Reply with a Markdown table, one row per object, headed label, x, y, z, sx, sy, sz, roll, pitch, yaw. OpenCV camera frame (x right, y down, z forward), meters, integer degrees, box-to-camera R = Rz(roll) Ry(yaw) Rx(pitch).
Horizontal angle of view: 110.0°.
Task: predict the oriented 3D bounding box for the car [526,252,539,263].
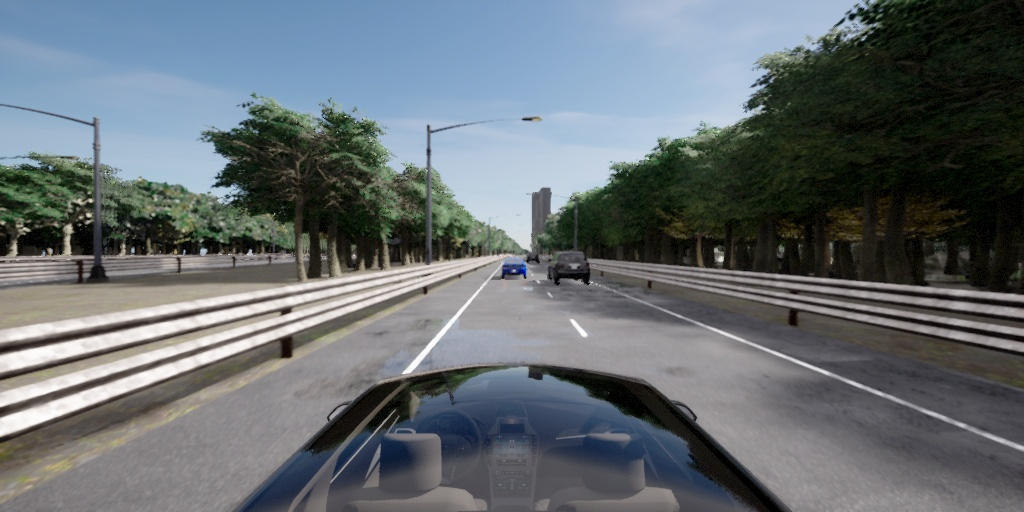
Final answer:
| label | x | y | z | sx | sy | sz | roll | pitch | yaw |
| --- | --- | --- | --- | --- | --- | --- | --- | --- | --- |
| car | 3.733 | 0.283 | 65.351 | 2.150 | 2.045 | 5.566 | 0 | 0 | 0 |

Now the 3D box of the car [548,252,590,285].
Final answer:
| label | x | y | z | sx | sy | sz | roll | pitch | yaw |
| --- | --- | --- | --- | --- | --- | --- | --- | --- | --- |
| car | 3.645 | 0.726 | 23.625 | 2.150 | 2.045 | 5.566 | 0 | 1 | 0 |

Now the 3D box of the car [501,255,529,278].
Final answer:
| label | x | y | z | sx | sy | sz | roll | pitch | yaw |
| --- | --- | --- | --- | --- | --- | --- | --- | --- | --- |
| car | 0.157 | 0.916 | 29.015 | 1.882 | 1.535 | 5.008 | 0 | 1 | 0 |
